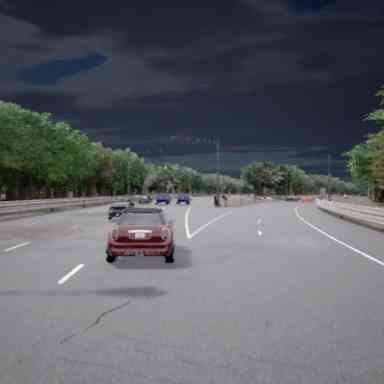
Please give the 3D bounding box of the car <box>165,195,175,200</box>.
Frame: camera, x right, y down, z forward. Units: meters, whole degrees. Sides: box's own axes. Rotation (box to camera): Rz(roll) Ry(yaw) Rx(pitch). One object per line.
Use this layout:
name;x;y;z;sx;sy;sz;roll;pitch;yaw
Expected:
car;-5.947;1.434;88.978;1.812;1.442;4.674;0;0;7

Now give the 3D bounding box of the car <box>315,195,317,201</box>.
car;32.309;1.395;88.888;2.097;1.767;4.553;0;0;28

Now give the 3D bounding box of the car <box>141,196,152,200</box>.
car;-8.435;1.447;60.784;1.812;1.442;4.674;0;0;4

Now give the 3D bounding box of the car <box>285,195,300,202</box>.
car;24.152;1.463;80.961;2.097;1.767;4.553;0;0;28

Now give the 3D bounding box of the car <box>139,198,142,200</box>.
car;-5.593;1.463;27.513;1.837;1.490;4.892;0;0;-1

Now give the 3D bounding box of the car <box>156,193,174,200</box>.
car;-4.983;1.167;58.994;2.150;2.045;5.566;0;0;3

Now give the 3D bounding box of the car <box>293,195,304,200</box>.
car;28.858;1.543;89.848;1.994;1.385;4.181;0;0;28

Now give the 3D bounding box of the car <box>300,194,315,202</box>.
car;27.642;1.480;80.075;2.097;1.767;4.553;0;0;28

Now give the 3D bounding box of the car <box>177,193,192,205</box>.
car;-1.483;1.191;60.488;2.150;2.045;5.566;0;0;3

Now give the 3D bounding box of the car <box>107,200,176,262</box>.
car;-1.686;1.341;12.218;2.097;1.767;4.553;0;0;-3
